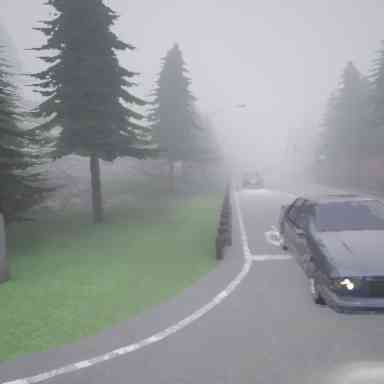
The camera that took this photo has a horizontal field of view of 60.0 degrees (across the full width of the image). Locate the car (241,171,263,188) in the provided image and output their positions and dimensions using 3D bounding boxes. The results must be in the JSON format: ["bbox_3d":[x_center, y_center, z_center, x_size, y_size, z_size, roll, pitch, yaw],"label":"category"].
[{"bbox_3d":[5.749,-1.257,32.071,2.128,1.511,4.902,-2,4,7],"label":"car"}]

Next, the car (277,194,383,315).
[{"bbox_3d":[2.853,0.773,6.454,2.033,1.411,5.357,-2,5,7],"label":"car"}]
